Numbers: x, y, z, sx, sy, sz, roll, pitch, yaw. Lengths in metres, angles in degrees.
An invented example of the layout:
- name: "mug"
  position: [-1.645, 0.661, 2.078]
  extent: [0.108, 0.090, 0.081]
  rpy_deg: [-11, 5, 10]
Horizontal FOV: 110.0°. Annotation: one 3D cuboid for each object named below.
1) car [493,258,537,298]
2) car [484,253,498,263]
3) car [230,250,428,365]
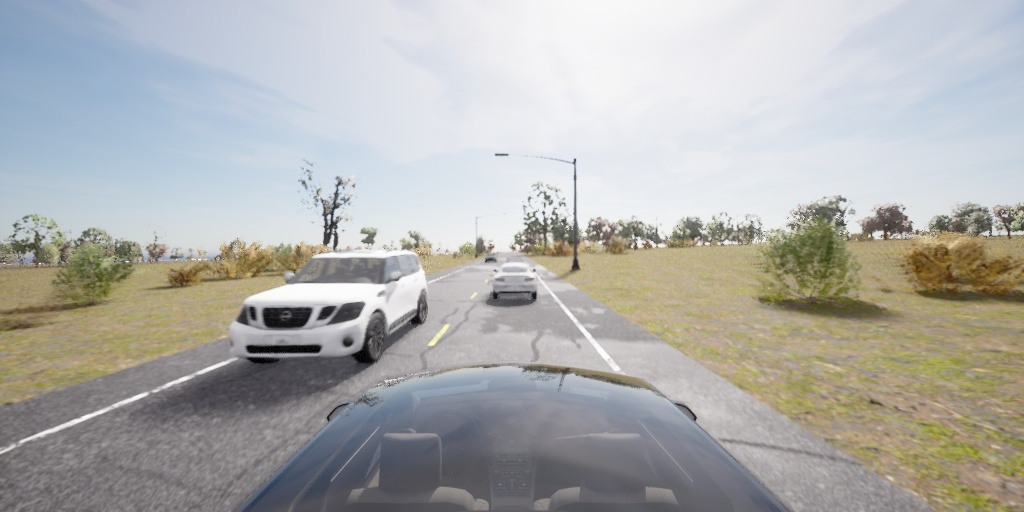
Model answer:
- name: "car"
  position: [0.132, 0.999, 16.090]
  extent: [1.812, 1.442, 4.674]
  rpy_deg: [0, 1, 1]
- name: "car"
  position: [-3.212, 0.255, 55.616]
  extent: [1.837, 1.490, 4.892]
  rpy_deg: [-1, 1, 0]
- name: "car"
  position: [-3.488, 0.878, 8.215]
  extent: [2.150, 2.045, 5.566]
  rpy_deg: [-1, 1, 0]
